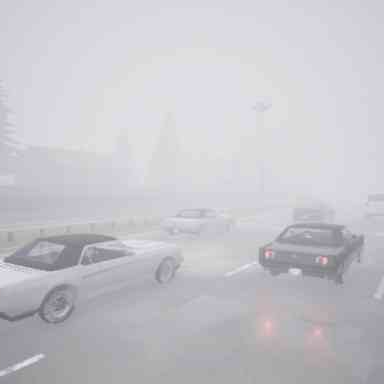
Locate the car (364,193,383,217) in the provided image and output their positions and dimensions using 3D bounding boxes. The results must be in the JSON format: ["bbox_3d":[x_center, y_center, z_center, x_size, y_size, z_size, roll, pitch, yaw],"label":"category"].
[{"bbox_3d":[14.943,1.101,26.040,2.150,2.045,5.566,0,0,34],"label":"car"}]

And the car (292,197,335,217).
[{"bbox_3d":[8.369,1.373,22.633,1.882,1.535,5.008,0,0,34],"label":"car"}]

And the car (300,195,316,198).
[{"bbox_3d":[12.311,1.193,34.585,2.097,1.767,4.553,0,0,34],"label":"car"}]

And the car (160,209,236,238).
[{"bbox_3d":[0.503,1.521,17.342,1.895,1.301,4.718,0,0,34],"label":"car"}]

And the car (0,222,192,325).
[{"bbox_3d":[-2.189,1.567,7.212,1.895,1.301,4.718,0,0,34],"label":"car"}]

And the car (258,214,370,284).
[{"bbox_3d":[3.667,1.556,9.574,1.895,1.301,4.718,0,0,34],"label":"car"}]
